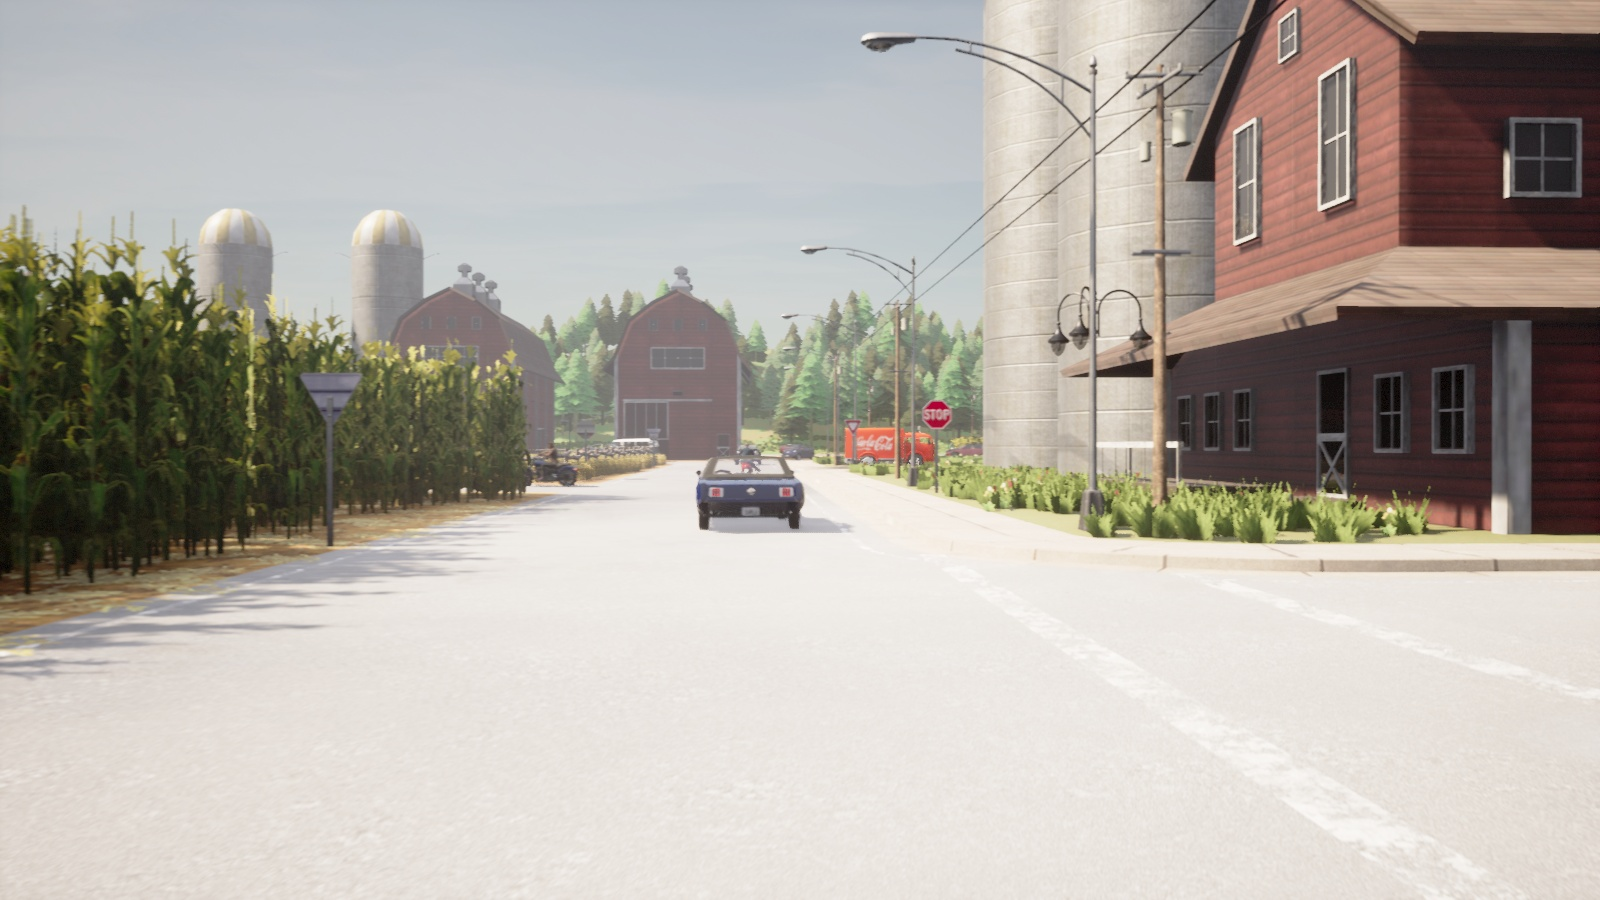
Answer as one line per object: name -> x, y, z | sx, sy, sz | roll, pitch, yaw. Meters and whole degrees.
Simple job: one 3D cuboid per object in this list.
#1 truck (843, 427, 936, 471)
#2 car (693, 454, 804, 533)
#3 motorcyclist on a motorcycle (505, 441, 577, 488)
truck -> 5.175, -0.027, 71.900 | 5.204, 2.467, 2.627 | 0, 0, 7
car -> -1.063, 0.748, 23.713 | 1.895, 1.301, 4.718 | 0, 0, -5
motorcyclist on a motorcycle -> -9.156, 0.501, 44.469 | 2.350, 1.649, 0.766 | 0, 1, 9
